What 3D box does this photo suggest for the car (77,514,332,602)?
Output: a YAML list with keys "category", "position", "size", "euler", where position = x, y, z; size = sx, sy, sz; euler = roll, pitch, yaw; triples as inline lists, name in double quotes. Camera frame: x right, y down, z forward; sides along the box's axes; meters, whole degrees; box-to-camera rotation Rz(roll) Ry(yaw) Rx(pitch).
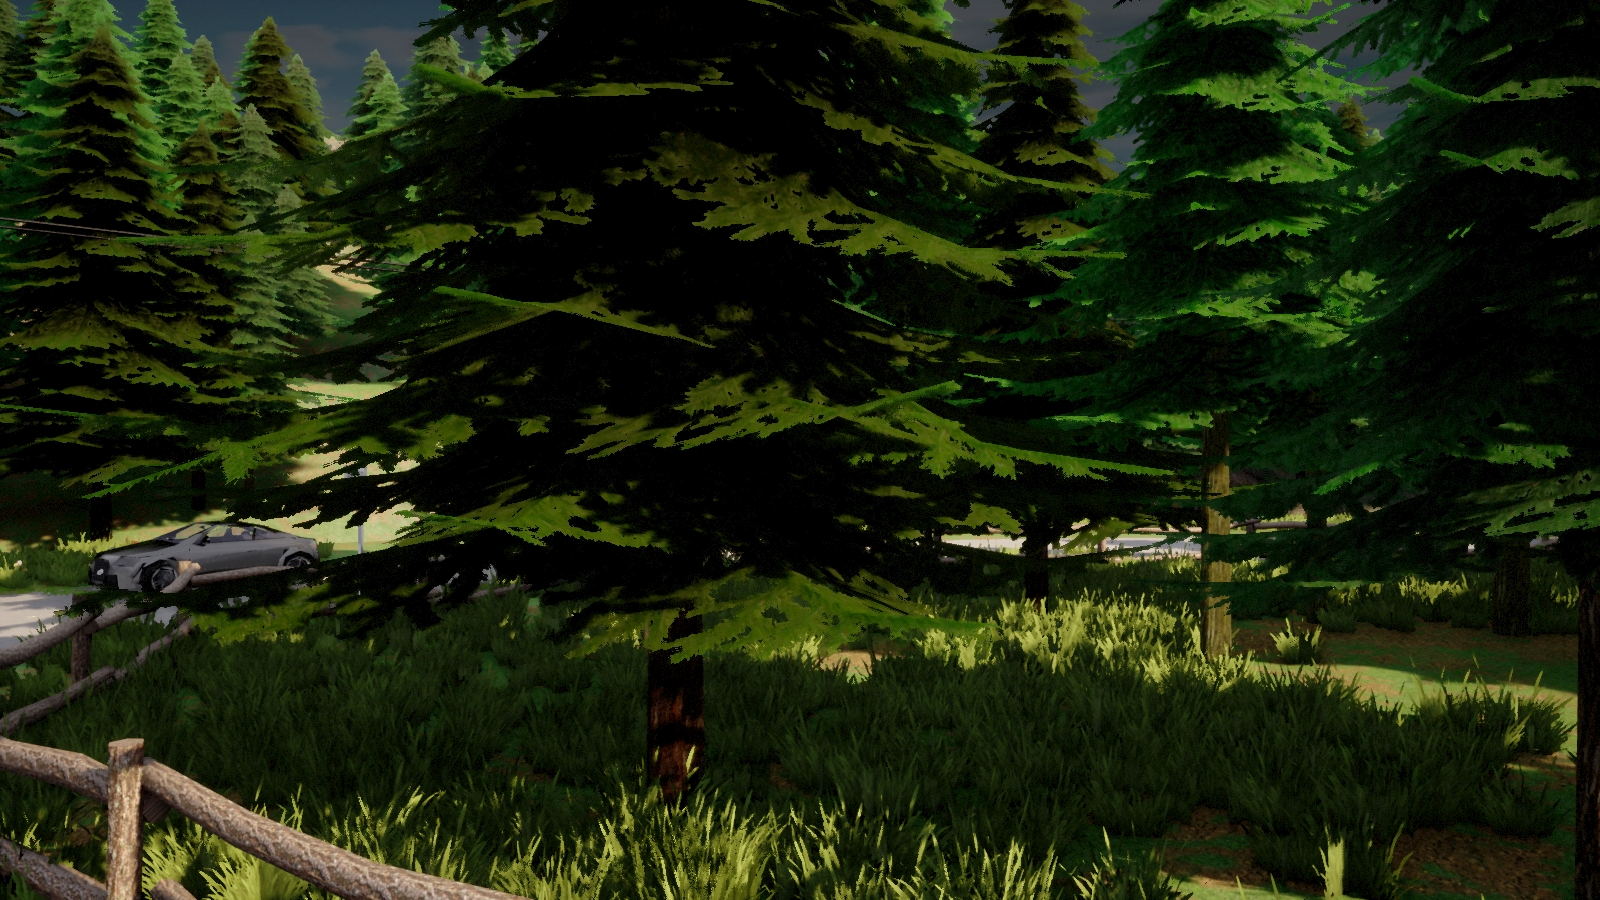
- category: "car"
  position: [-12.055, 2.119, 23.321]
  size: [1.994, 1.385, 4.181]
  euler: [0, 0, 41]
